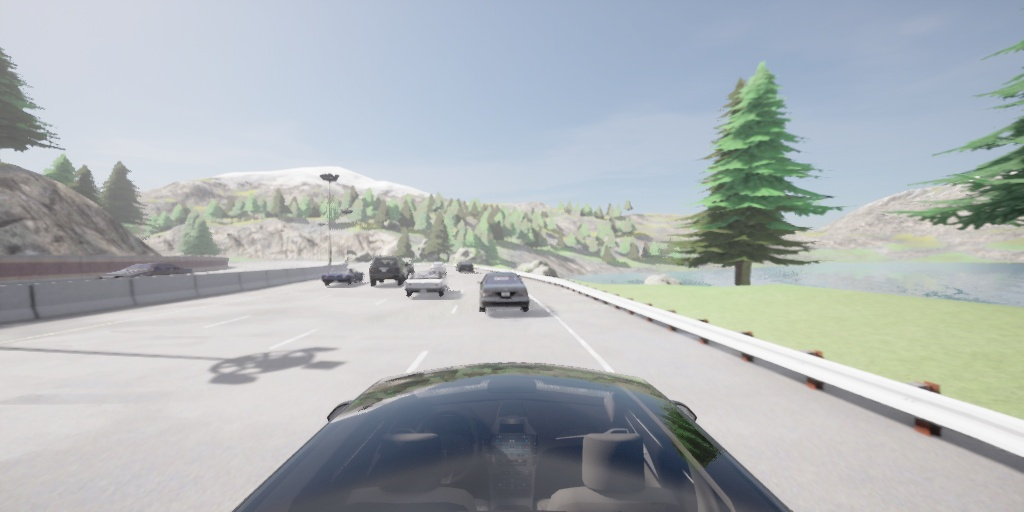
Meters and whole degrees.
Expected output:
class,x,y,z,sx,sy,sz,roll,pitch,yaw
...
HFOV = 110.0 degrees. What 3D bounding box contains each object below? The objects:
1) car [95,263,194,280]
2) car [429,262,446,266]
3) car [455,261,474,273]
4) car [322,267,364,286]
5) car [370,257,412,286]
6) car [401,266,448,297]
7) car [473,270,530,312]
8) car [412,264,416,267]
class,x,y,z,sx,sy,sz,roll,pitch,yaw
car,-22.525,1.113,22.351,2.033,1.411,5.357,0,0,-9
car,-8.558,1.442,41.334,1.812,1.442,4.674,0,0,-14
car,-6.147,1.391,46.167,1.882,1.535,5.008,0,0,-15
car,-12.658,1.506,27.184,1.895,1.301,4.718,0,0,-10
car,-9.045,1.098,26.762,2.150,2.045,5.566,0,-1,-10
car,-4.524,1.430,19.595,1.895,1.301,4.718,0,0,-6
car,-0.427,1.336,14.541,2.033,1.411,5.357,0,0,-5
car,-12.385,1.436,42.018,2.128,1.511,4.902,0,0,-15
